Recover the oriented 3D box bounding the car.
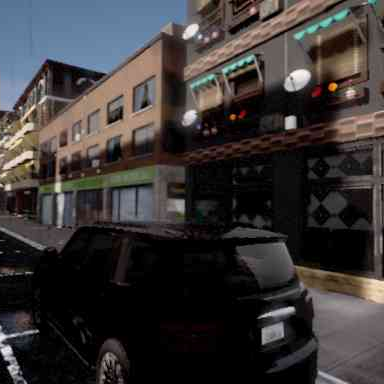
[{"bbox_3d":[-0.860,1.447,5.187,2.150,2.045,5.566,3,-3,-37],"label":"car"}]
